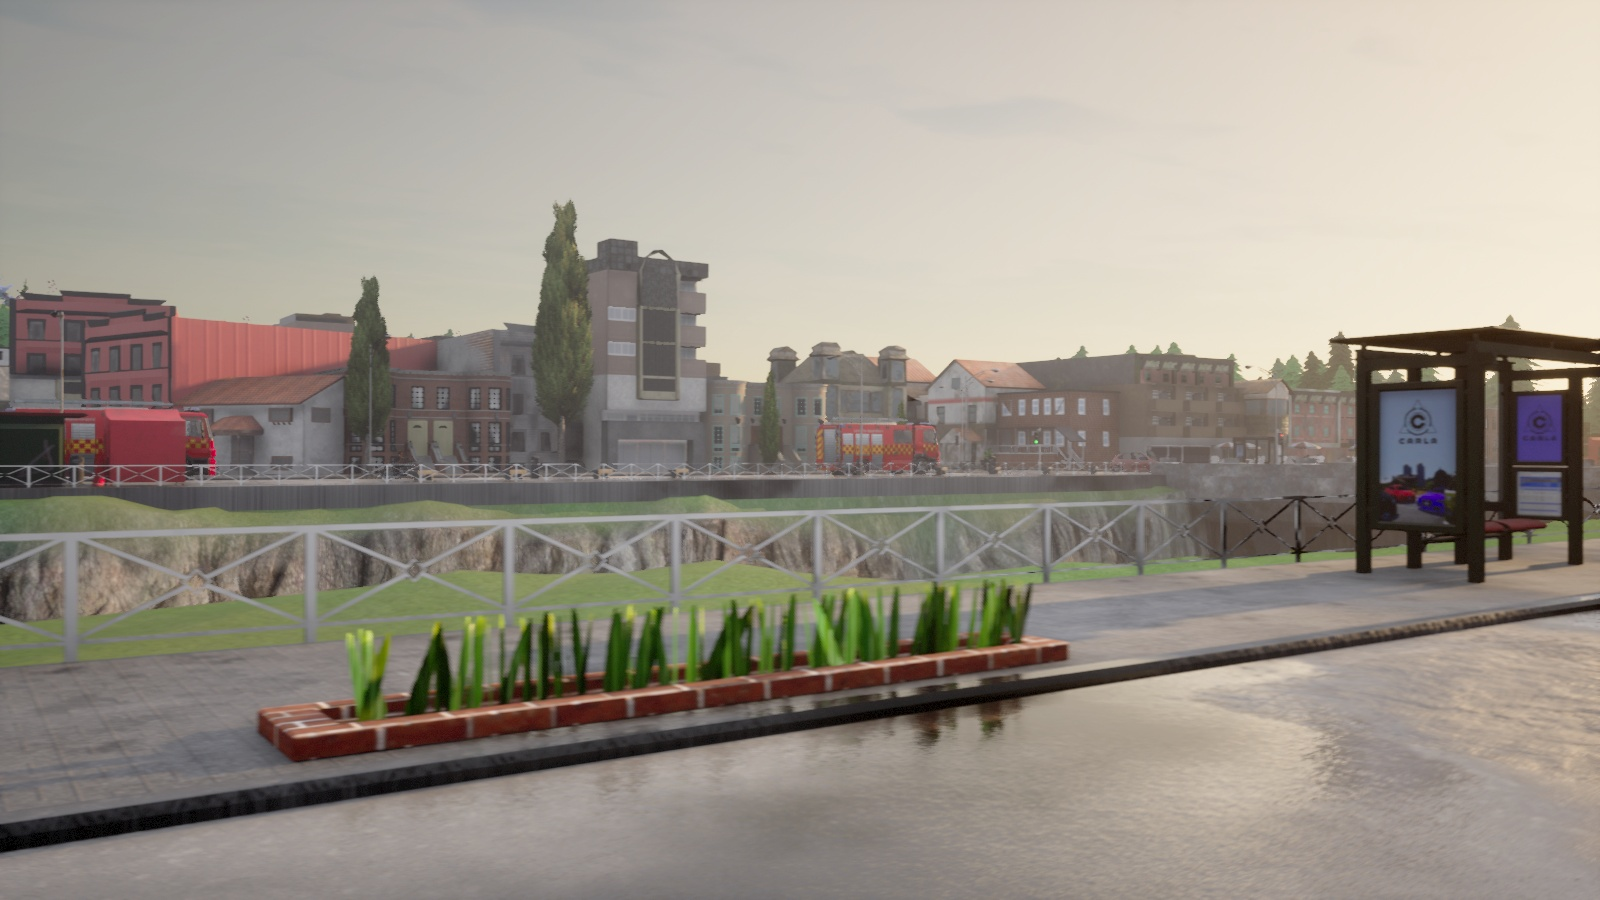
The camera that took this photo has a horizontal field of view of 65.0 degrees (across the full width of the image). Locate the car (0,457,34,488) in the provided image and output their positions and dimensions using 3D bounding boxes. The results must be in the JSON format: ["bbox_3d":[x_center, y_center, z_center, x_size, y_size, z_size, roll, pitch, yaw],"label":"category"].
[{"bbox_3d":[-37.881,1.031,57.952,4.181,1.385,1.994,0,0,-35],"label":"car"}]

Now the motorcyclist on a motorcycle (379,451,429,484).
[{"bbox_3d":[-20.531,0.898,65.163,2.350,1.649,0.766,0,0,-35],"label":"motorcyclist on a motorcycle"}]

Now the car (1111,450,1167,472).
[{"bbox_3d":[25.021,0.817,92.696,3.988,1.617,1.851,0,0,15],"label":"car"}]

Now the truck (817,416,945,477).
[{"bbox_3d":[5.438,-0.227,83.254,8.468,3.827,2.891,0,0,-35],"label":"truck"}]

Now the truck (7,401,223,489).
[{"bbox_3d":[-31.336,-0.212,57.642,8.468,3.827,2.891,0,0,-35],"label":"truck"}]
